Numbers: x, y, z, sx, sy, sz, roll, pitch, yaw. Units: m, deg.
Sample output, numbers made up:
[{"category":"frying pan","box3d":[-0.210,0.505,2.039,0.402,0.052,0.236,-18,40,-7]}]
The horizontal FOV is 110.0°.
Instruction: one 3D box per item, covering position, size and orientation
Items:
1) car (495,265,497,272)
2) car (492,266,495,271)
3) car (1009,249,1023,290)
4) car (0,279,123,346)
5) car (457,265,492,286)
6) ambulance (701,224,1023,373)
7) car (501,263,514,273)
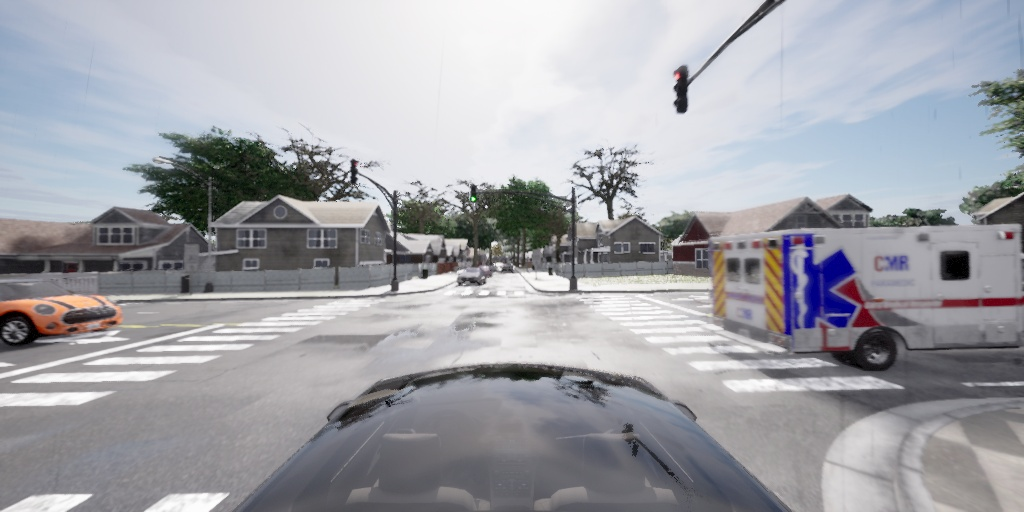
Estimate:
[{"category":"car","box3d":[-3.612,2.179,63.963,1.895,1.301,4.718,0,-1,-1]},{"category":"car","box3d":[-3.414,1.853,43.262,1.994,1.385,4.181,0,0,-1]},{"category":"car","box3d":[27.780,0.588,16.949,5.566,2.045,2.150,-1,0,0]},{"category":"car","box3d":[-14.058,1.441,10.103,4.553,1.767,2.097,-1,0,-1]},{"category":"car","box3d":[-3.215,1.657,29.798,2.033,1.411,5.357,0,-1,3]},{"category":"ambulance","box3d":[7.398,0.720,7.022,6.366,2.431,2.351,-1,0,0]},{"category":"car","box3d":[-0.795,2.018,59.147,1.837,1.490,4.892,0,-1,-1]}]
